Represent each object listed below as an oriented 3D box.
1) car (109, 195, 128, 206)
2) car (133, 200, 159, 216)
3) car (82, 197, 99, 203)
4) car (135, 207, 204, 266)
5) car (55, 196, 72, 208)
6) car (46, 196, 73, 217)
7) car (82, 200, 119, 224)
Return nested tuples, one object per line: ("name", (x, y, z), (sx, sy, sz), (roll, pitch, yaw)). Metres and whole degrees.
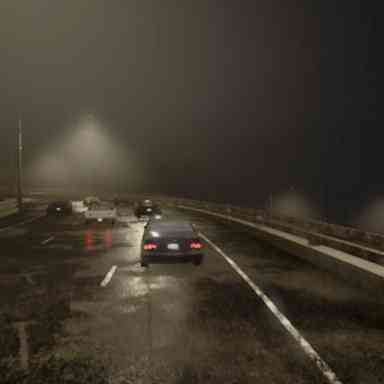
("car", (-10.138, 1.185, 45.676), (1.837, 1.490, 4.892), (0, 1, -23))
("car", (-3.835, 1.361, 27.886), (1.994, 1.385, 4.181), (0, 1, -15))
("car", (-13.743, 1.294, 45.241), (1.895, 1.301, 4.718), (0, 0, -25))
("car", (-0.779, 1.462, 11.251), (2.033, 1.411, 5.357), (0, 0, -6))
("car", (-16.707, 1.242, 43.252), (1.812, 1.442, 4.674), (0, 1, -24))
("car", (-11.701, 1.371, 29.611), (1.994, 1.385, 4.181), (0, 1, -17))
("car", (-6.222, 1.442, 23.025), (1.895, 1.301, 4.718), (0, 0, -12))
